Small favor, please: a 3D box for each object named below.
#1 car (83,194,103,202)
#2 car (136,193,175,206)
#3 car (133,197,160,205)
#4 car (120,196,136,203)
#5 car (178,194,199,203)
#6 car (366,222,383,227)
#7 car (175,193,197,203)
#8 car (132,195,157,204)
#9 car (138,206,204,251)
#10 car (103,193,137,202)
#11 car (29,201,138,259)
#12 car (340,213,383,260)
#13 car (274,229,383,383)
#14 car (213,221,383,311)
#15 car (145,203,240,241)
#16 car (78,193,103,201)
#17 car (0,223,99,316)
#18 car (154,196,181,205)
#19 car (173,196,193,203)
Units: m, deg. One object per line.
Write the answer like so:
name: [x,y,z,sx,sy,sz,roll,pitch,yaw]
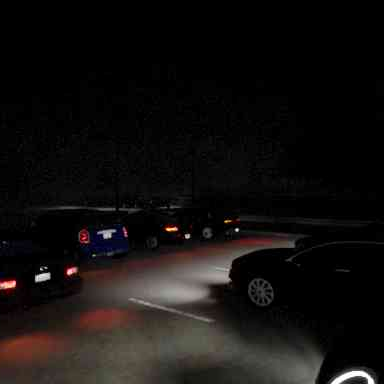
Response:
car: [-13.594,1.475,51.108,2.128,1.511,4.902,0,0,36]
car: [-4.880,1.340,45.242,2.097,1.767,4.553,0,0,36]
car: [-8.006,1.584,58.765,1.895,1.301,4.718,0,0,36]
car: [-7.457,1.587,47.650,1.895,1.301,4.718,0,0,36]
car: [0.503,1.479,52.635,2.128,1.511,4.902,0,0,36]
car: [5.129,1.525,8.926,4.674,1.442,1.812,0,0,36]
car: [-1.035,1.209,56.455,2.150,2.045,5.566,0,0,37]
car: [-8.954,1.483,63.365,1.837,1.490,4.892,0,1,36]
car: [-2.034,1.522,14.060,4.674,1.442,1.812,0,0,36]
car: [-10.094,1.207,49.979,2.150,2.045,5.566,0,0,35]
car: [-4.298,1.348,11.372,4.553,1.767,2.097,0,0,36]
car: [8.050,1.547,11.143,5.357,1.411,2.033,0,0,36]
car: [3.042,1.353,1.817,4.553,1.767,2.097,0,0,36]
car: [3.008,1.504,6.149,4.892,1.490,1.837,0,0,36]
car: [0.129,1.501,16.810,4.892,1.490,1.837,0,0,36]
car: [-15.770,1.204,54.076,2.150,2.045,5.566,0,0,35]
car: [-4.654,1.544,7.313,5.357,1.411,2.033,0,0,36]
car: [-4.196,1.463,58.055,1.882,1.535,5.008,0,0,36]
car: [-1.929,1.578,72.898,1.895,1.301,4.718,0,0,36]
